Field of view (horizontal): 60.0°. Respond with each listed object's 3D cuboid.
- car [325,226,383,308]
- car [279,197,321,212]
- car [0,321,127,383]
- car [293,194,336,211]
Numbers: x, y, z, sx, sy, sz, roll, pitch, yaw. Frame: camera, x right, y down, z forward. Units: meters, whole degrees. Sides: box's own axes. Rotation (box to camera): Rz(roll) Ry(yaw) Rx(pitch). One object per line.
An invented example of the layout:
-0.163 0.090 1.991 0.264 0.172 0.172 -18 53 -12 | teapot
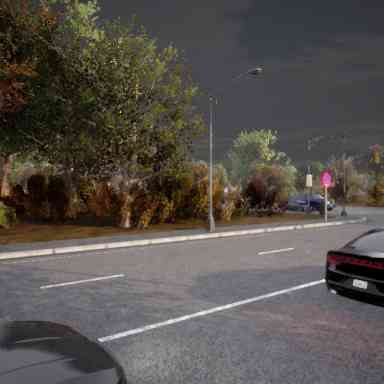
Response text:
4.986 1.476 7.329 5.008 1.535 1.882 0 0 -36 | car
12.062 1.559 38.178 1.994 1.385 4.181 0 0 -32 | car
-2.729 1.505 1.790 4.892 1.490 1.837 0 0 -36 | car
14.662 1.216 40.649 2.150 2.045 5.566 0 0 -31 | car
